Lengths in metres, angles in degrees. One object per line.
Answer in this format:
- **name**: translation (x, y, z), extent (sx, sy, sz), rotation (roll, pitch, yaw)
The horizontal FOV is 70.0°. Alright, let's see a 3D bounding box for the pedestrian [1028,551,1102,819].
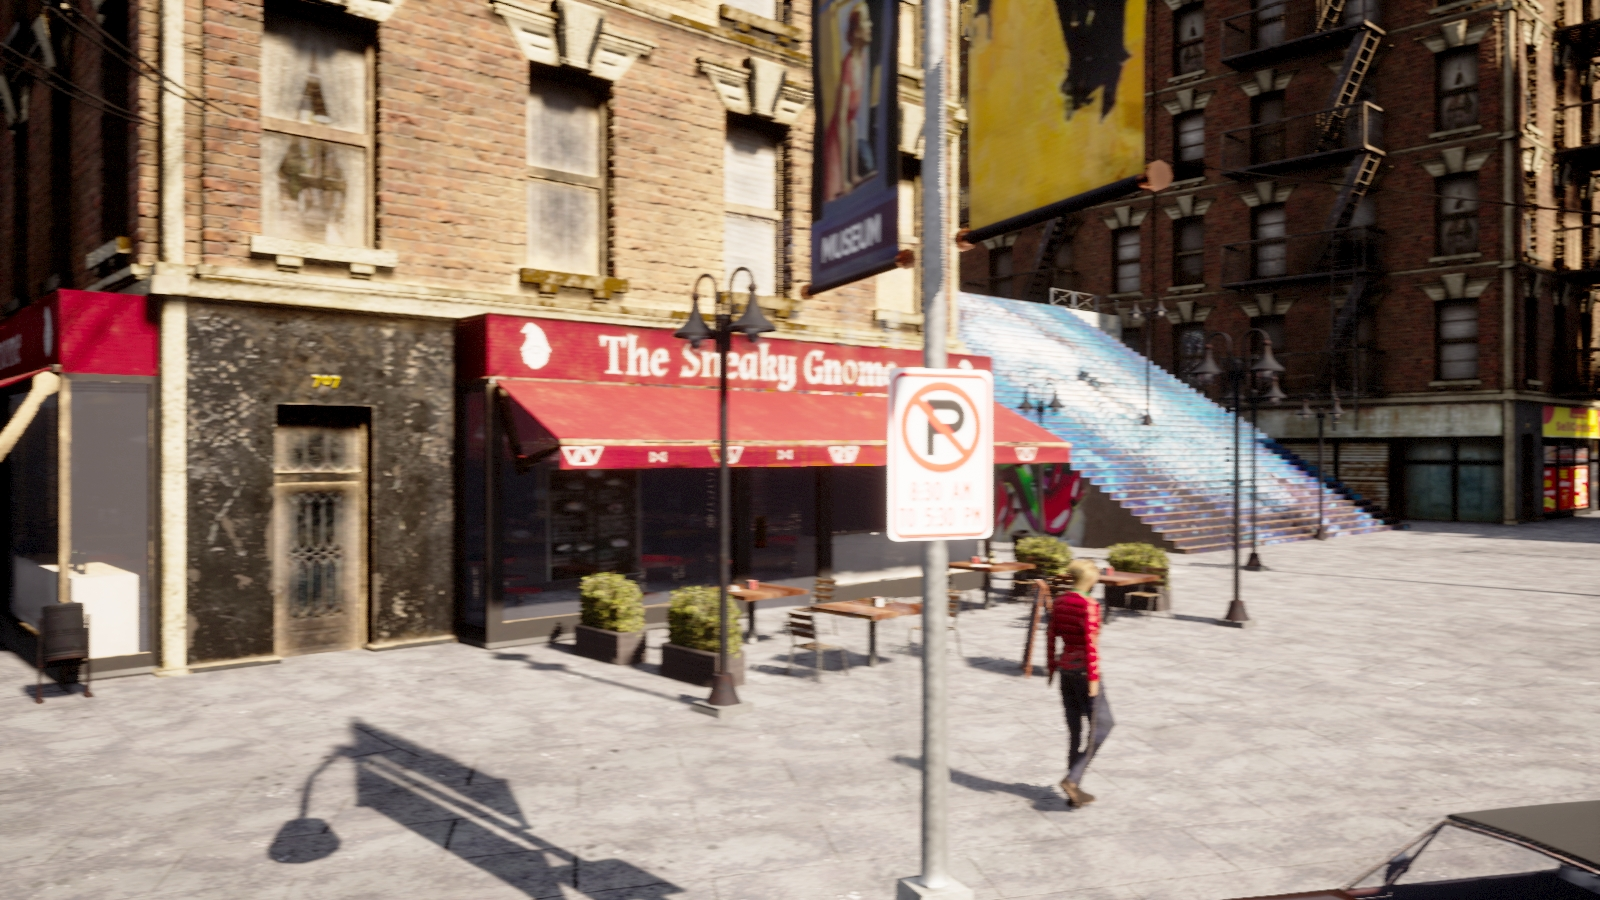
- **pedestrian**: translation (1.941, 1.694, 8.376), extent (0.375, 1.860, 0.375), rotation (0, 0, -31)
